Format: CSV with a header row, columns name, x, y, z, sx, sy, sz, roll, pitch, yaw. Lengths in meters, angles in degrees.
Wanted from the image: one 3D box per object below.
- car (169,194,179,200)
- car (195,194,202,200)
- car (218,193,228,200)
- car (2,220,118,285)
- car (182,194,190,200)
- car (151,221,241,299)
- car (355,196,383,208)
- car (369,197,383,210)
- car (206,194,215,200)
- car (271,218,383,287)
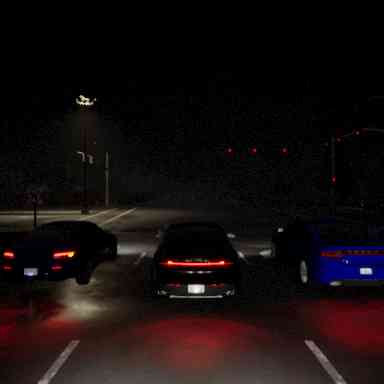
name,x,y,z,sx,sy,sz,roll,pitch,yaw
car,-5.207,1.312,93.074,2.097,1.767,4.553,0,0,0
car,1.789,1.434,92.275,1.882,1.535,5.008,0,0,0
car,8.788,1.180,91.860,2.150,2.045,5.566,0,0,0
car,-3.414,1.522,9.353,1.812,1.442,4.674,0,0,0
car,-1.709,1.509,92.706,1.994,1.385,4.181,0,0,0
car,0.087,1.501,8.430,1.837,1.490,4.892,0,0,0
car,24.961,1.333,45.679,4.553,1.767,2.097,0,0,-1
car,23.731,1.585,38.670,4.718,1.301,1.895,0,0,-1
car,5.289,1.434,92.261,1.882,1.535,5.008,0,0,0
car,3.589,1.474,9.306,1.882,1.535,5.008,0,0,0
